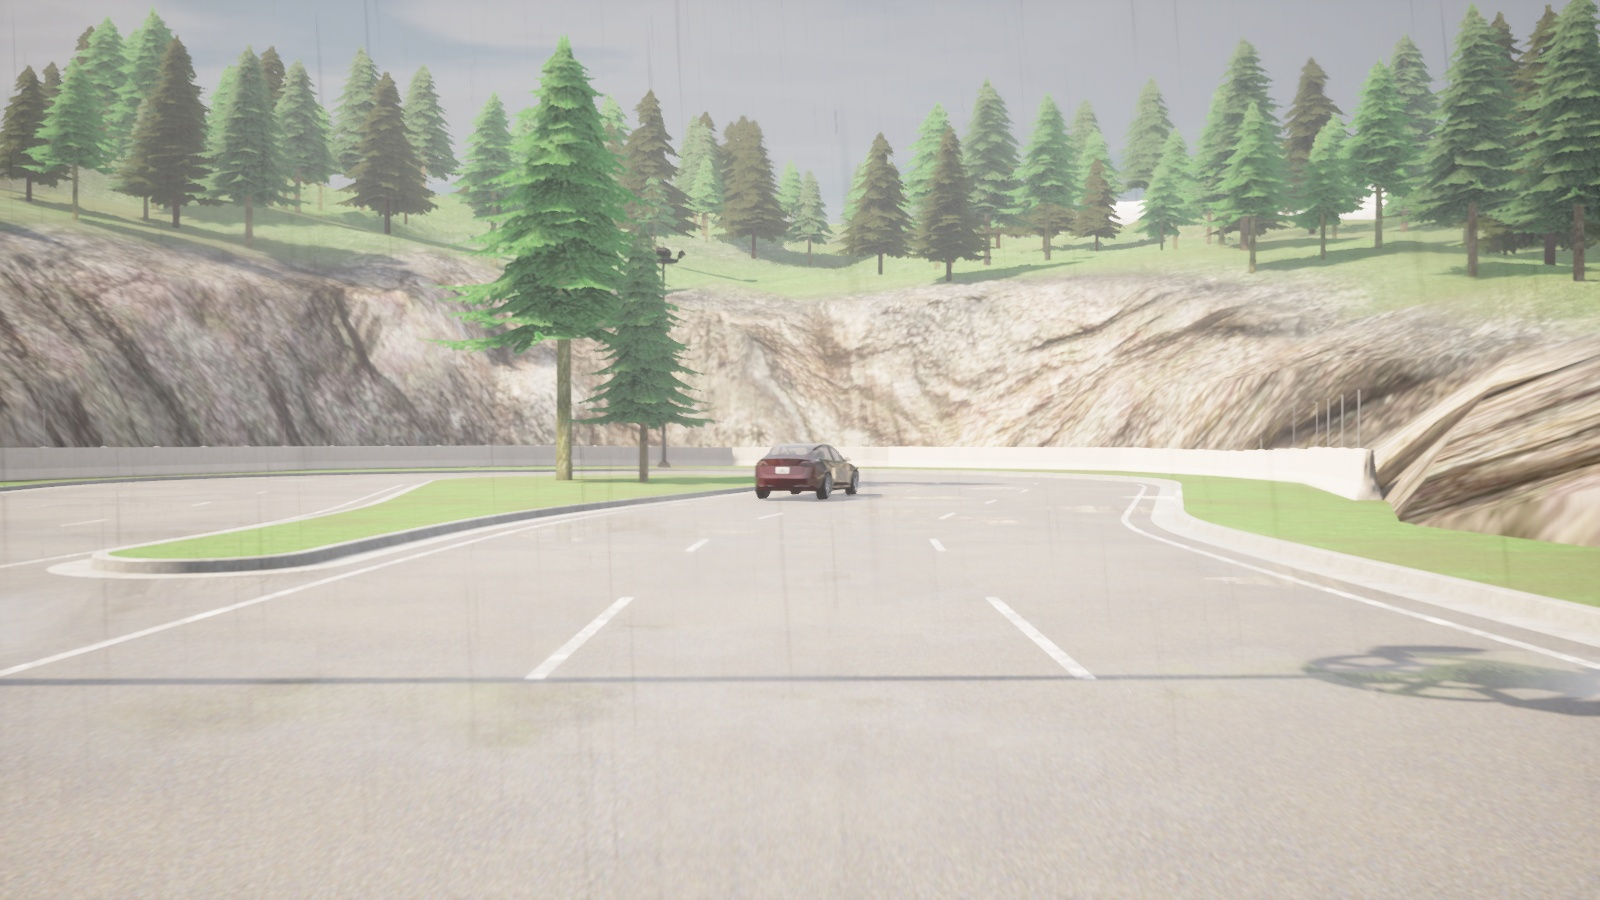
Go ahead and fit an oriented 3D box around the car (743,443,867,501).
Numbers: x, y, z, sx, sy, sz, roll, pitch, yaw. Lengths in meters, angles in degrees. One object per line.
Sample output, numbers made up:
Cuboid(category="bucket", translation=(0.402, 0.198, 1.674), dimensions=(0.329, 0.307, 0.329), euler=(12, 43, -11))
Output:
Cuboid(category="car", translation=(0.234, 0.551, 34.649), dimensions=(2.163, 1.488, 4.792), euler=(0, 0, 17))
